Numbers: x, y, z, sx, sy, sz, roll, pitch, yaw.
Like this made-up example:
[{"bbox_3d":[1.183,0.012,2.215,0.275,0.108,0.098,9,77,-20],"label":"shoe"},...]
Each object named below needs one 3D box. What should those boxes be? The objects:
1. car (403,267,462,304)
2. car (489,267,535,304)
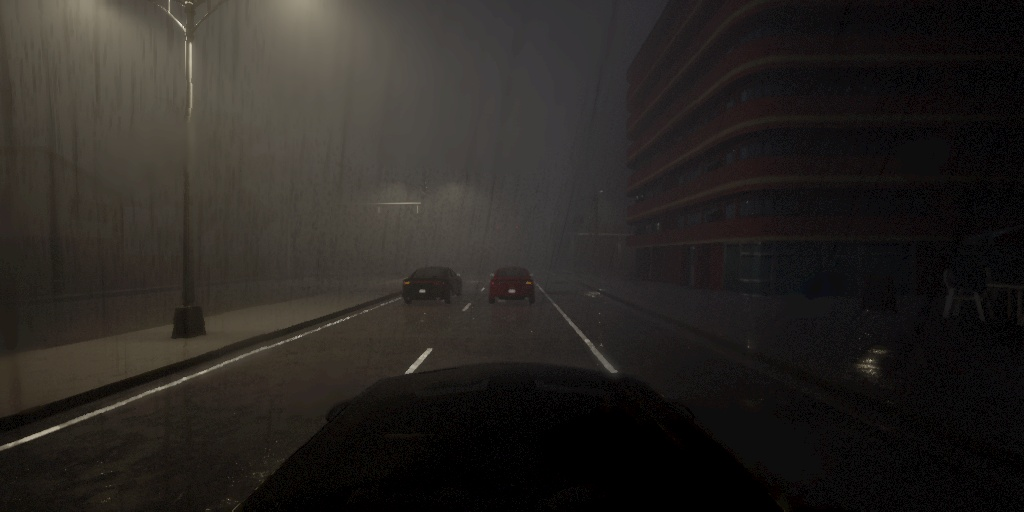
[{"bbox_3d":[-3.502,1.232,16.499,1.882,1.535,5.008,0,0,0],"label":"car"},{"bbox_3d":[0.000,1.234,16.500,1.882,1.535,5.008,0,0,0],"label":"car"}]
